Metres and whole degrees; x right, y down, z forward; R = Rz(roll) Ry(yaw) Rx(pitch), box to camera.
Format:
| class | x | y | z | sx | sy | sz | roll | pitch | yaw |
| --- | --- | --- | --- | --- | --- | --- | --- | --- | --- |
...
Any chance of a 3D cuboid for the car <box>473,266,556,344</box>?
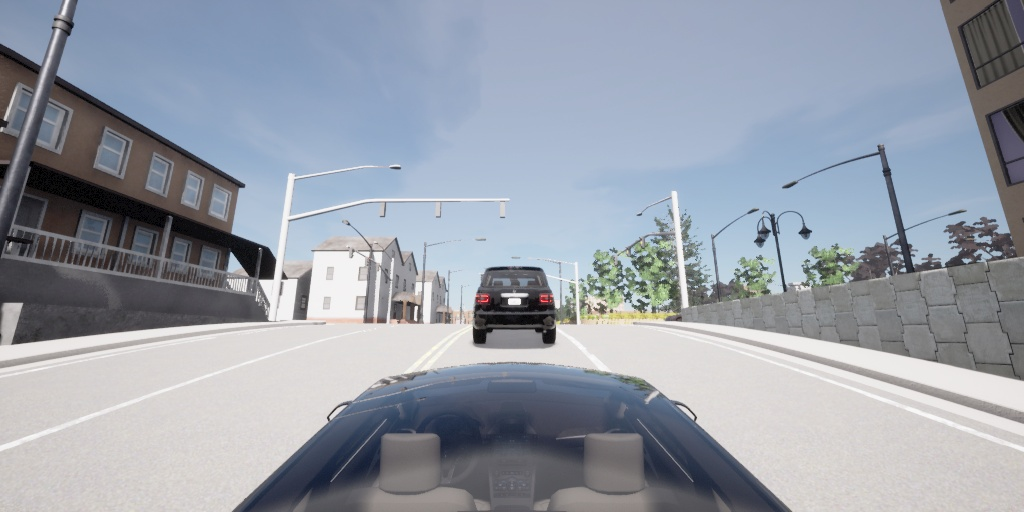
| class | x | y | z | sx | sy | sz | roll | pitch | yaw |
| --- | --- | --- | --- | --- | --- | --- | --- | --- | --- |
| car | 0.065 | 1.500 | 11.165 | 2.150 | 2.045 | 5.566 | 0 | -7 | 0 |

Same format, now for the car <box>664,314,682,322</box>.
| class | x | y | z | sx | sy | sz | roll | pitch | yaw |
| --- | --- | --- | --- | --- | --- | --- | --- | --- | --- |
| car | 15.873 | 5.449 | 31.705 | 4.553 | 1.767 | 2.097 | 0 | -12 | 1 |
